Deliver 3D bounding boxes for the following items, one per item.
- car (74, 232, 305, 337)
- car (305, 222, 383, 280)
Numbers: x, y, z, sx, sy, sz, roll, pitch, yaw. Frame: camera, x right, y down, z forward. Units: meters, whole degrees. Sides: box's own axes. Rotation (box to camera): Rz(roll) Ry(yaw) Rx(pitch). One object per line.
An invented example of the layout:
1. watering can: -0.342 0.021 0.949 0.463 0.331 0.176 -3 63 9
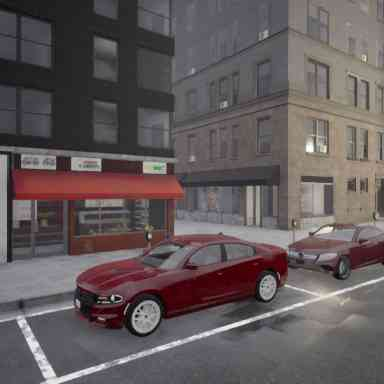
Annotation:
1. car: 0.000 1.545 6.643 4.507 1.381 1.887 0 0 -35
2. car: 4.521 1.577 9.862 4.206 1.307 1.802 0 0 -35
